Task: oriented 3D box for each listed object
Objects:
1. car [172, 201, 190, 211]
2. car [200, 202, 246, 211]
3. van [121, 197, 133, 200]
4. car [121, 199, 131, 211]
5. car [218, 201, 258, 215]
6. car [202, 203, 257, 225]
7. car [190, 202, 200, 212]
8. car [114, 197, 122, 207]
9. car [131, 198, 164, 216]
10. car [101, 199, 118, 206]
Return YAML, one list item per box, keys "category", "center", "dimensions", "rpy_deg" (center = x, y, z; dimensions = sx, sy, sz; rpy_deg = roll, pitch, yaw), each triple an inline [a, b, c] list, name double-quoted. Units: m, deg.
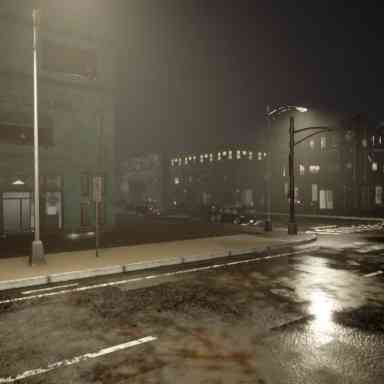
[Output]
- category: "car"
  center: [-1.199, 1.965, 47.068]
  dimensions: [1.802, 1.307, 4.206]
  rpy_deg: [-2, 0, -35]
- category: "car"
  center: [3.446, 1.805, 30.574]
  dimensions: [2.033, 1.411, 5.357]
  rpy_deg: [-1, 0, -35]
- category: "van"
  center: [-10.835, 1.905, 60.596]
  dimensions: [1.690, 1.788, 3.998]
  rpy_deg: [-1, 0, -35]
- category: "car"
  center: [-7.784, 2.041, 46.379]
  dimensions: [1.994, 1.385, 4.181]
  rpy_deg: [-1, 0, -35]
- category: "car"
  center: [5.220, 1.808, 38.050]
  dimensions: [2.008, 1.369, 4.403]
  rpy_deg: [-2, 0, -35]
- category: "car"
  center: [3.133, 1.813, 26.322]
  dimensions: [1.947, 1.339, 4.313]
  rpy_deg: [-2, 0, -35]
- category: "car"
  center: [2.010, 1.903, 42.559]
  dimensions: [1.802, 1.307, 4.206]
  rpy_deg: [-2, 0, -35]
- category: "car"
  center: [-14.046, 1.938, 65.105]
  dimensions: [2.192, 1.841, 5.009]
  rpy_deg: [-1, 0, -35]
- category: "car"
  center: [-4.819, 1.845, 37.697]
  dimensions: [1.967, 1.590, 4.097]
  rpy_deg: [-1, 0, -35]
- category: "car"
  center: [-17.250, 2.226, 69.614]
  dimensions: [1.887, 1.381, 4.507]
  rpy_deg: [-1, 0, -35]
